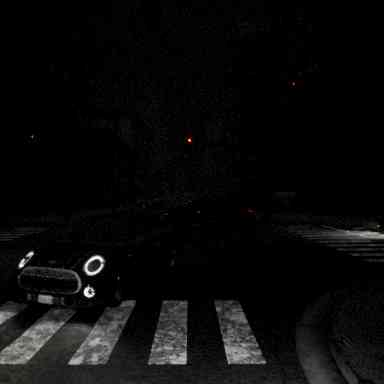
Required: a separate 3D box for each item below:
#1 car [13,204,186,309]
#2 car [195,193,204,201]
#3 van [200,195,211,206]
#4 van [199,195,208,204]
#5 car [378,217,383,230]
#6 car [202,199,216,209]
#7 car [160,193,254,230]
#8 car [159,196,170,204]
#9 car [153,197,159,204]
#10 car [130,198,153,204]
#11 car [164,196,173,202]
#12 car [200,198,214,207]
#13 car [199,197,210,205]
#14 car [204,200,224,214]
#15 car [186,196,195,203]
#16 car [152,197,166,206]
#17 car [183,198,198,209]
[{"bbox_3d":[-1.969,1.343,8.141,2.097,1.767,4.553,0,0,18],"label":"car"},{"bbox_3d":[2.009,1.401,90.152,2.150,2.045,5.566,0,0,0],"label":"car"},{"bbox_3d":[2.346,1.424,58.196,1.690,1.788,3.998,0,0,0],"label":"van"},{"bbox_3d":[2.356,1.453,69.217,1.690,1.788,3.998,0,0,0],"label":"van"},{"bbox_3d":[12.138,1.514,17.418,4.181,1.385,1.994,0,0,0],"label":"car"},{"bbox_3d":[2.336,1.641,47.175,1.802,1.307,4.206,0,0,0],"label":"car"},{"bbox_3d":[1.043,1.241,20.621,5.566,2.045,2.150,0,0,0],"label":"car"},{"bbox_3d":[-5.668,1.552,69.225,1.967,1.590,4.097,0,0,0],"label":"car"},{"bbox_3d":[-5.694,1.490,41.671,1.967,1.590,4.097,0,0,0],"label":"car"},{"bbox_3d":[-5.699,1.480,36.160,1.967,1.590,4.097,0,0,0],"label":"car"},{"bbox_3d":[-5.658,1.694,80.246,2.008,1.369,4.403,0,0,0],"label":"car"},{"bbox_3d":[2.341,1.637,52.685,1.947,1.339,4.313,0,0,0],"label":"car"},{"bbox_3d":[2.351,1.647,63.706,2.008,1.369,4.403,0,0,0],"label":"car"},{"bbox_3d":[2.326,1.606,36.152,1.947,1.339,4.313,0,0,0],"label":"car"},{"bbox_3d":[-0.260,1.621,71.792,1.837,1.490,4.892,0,0,0],"label":"car"},{"bbox_3d":[-5.678,1.634,58.203,2.008,1.369,4.403,0,0,0],"label":"car"},{"bbox_3d":[-0.210,1.608,47.870,2.033,1.411,5.357,0,0,0],"label":"car"}]
